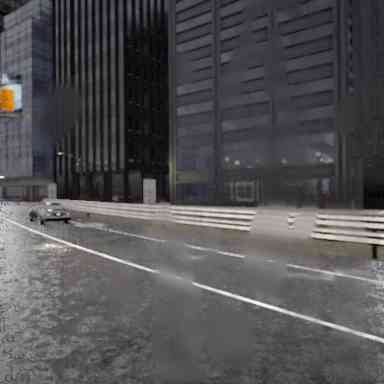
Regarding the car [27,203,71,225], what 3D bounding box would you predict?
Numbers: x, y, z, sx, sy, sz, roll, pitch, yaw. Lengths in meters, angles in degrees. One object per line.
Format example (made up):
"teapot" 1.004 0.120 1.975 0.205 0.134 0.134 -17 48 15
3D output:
"car" -10.142 1.490 23.438 2.033 1.411 5.357 0 0 -37
